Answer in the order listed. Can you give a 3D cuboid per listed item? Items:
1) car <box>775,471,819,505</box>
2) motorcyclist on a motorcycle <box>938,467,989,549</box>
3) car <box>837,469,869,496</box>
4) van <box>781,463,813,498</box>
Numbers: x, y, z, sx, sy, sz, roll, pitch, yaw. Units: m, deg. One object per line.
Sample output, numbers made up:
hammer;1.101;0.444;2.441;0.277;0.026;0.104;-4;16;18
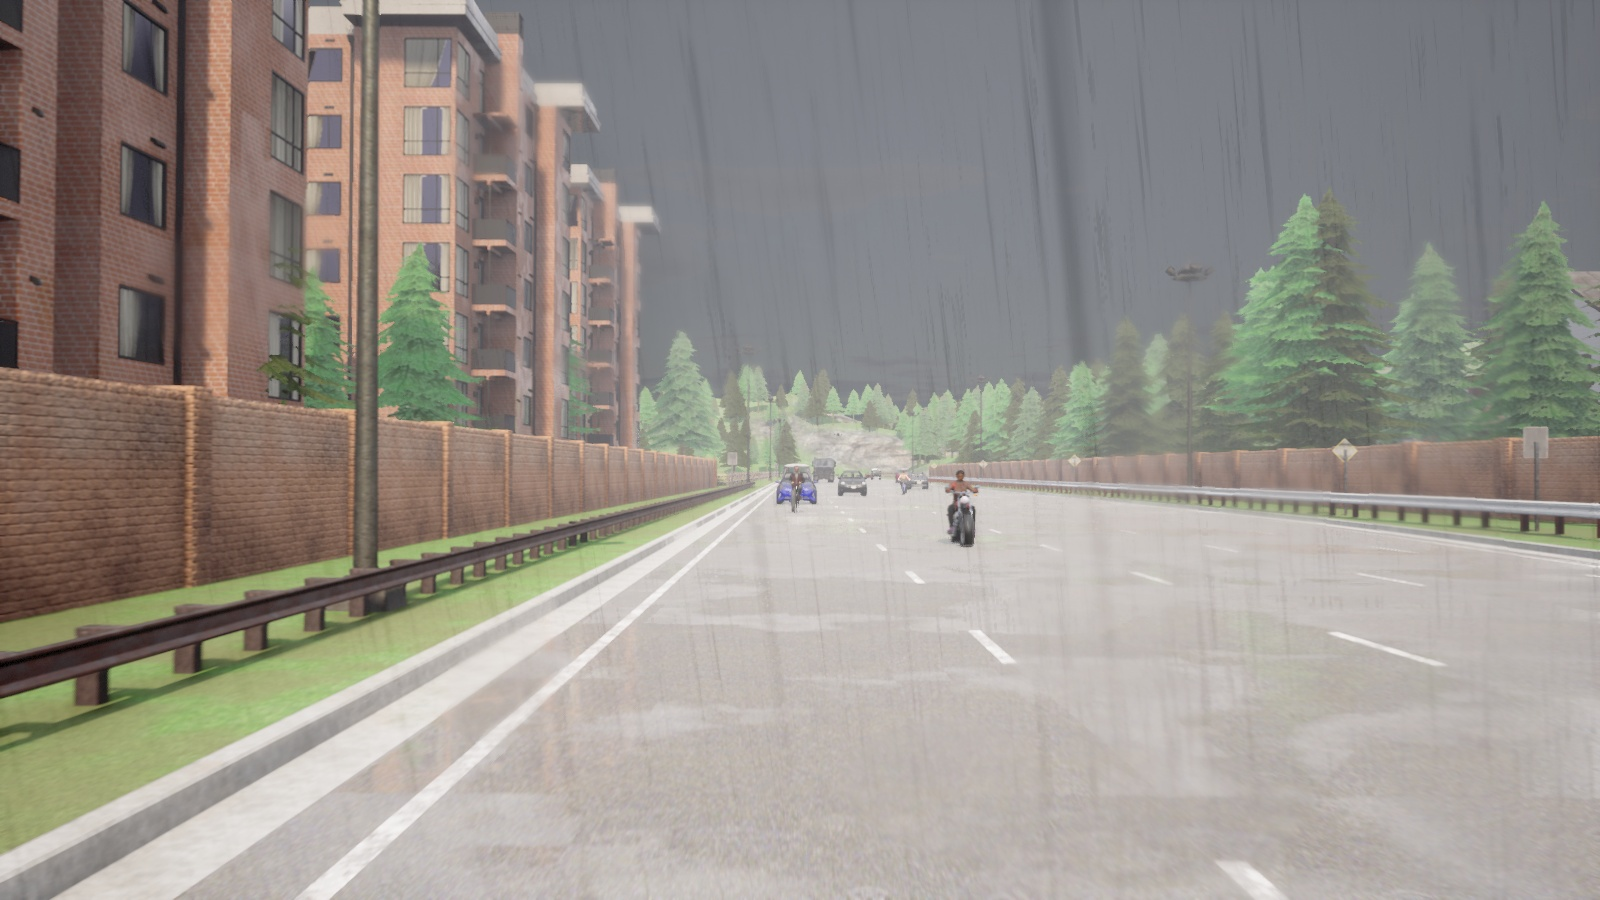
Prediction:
car;-0.145;1.758;59.500;2.007;1.525;4.514;0;-1;0
motorcyclist on a motorcycle;3.435;1.195;26.539;0.766;1.649;2.350;0;-1;0
car;3.308;2.019;78.870;1.851;1.617;3.988;0;-1;0
van;-0.181;1.807;73.965;1.775;1.987;4.442;0;-1;0
